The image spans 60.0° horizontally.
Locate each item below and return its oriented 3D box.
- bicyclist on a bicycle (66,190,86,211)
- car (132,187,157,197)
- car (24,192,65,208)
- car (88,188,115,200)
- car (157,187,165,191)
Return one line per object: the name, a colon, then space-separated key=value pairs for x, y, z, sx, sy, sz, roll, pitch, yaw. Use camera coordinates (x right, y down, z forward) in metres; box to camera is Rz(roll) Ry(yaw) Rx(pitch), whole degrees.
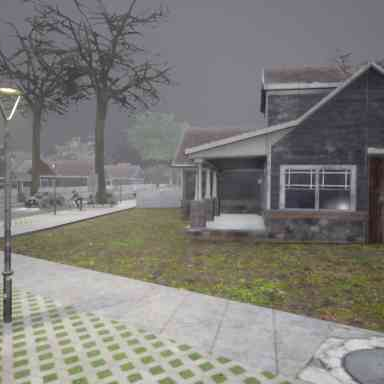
bicyclist on a bicycle: x=-9.059 y=0.697 z=25.922 sx=1.656 sy=1.620 sz=0.582 roll=1 pitch=2 yaw=10
car: x=-7.454 y=0.045 z=51.112 sx=1.895 sy=1.301 sz=4.718 roll=1 pitch=2 yaw=11
car: x=-13.961 y=0.677 z=31.712 sx=1.994 sy=1.385 sz=4.181 roll=1 pitch=2 yaw=11
car: x=-11.778 y=0.171 z=43.543 sx=2.128 sy=1.511 sz=4.902 roll=1 pitch=2 yaw=10
car: x=-5.707 y=-0.281 z=60.964 sx=1.895 sy=1.301 sz=4.718 roll=1 pitch=2 yaw=10
